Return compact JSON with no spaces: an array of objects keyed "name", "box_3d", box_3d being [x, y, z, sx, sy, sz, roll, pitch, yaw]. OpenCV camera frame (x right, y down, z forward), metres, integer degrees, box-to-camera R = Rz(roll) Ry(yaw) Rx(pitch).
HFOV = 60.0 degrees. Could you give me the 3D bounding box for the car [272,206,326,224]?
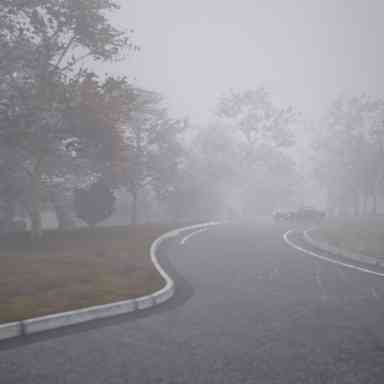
[{"name":"car","box_3d":[8.824,1.846,27.424,4.718,1.301,1.895,1,0,-34]}]
